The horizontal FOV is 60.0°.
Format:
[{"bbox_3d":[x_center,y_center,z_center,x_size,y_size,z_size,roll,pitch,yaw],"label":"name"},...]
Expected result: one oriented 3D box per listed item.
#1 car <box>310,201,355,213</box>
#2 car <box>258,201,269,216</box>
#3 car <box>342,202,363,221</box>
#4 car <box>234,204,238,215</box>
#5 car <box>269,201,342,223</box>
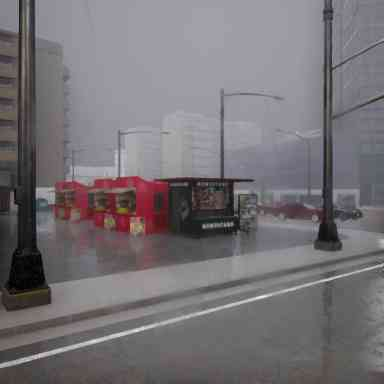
[{"bbox_3d":[16.897,1.786,40.126,1.895,1.301,4.718,0,-1,-35],"label":"car"},{"bbox_3d":[6.961,1.689,35.710,1.882,1.535,5.008,0,-1,-36],"label":"car"},{"bbox_3d":[12.238,1.672,28.434,1.994,1.385,4.181,0,-1,-35],"label":"car"},{"bbox_3d":[3.558,1.750,34.446,1.812,1.442,4.674,0,-1,-36],"label":"car"},{"bbox_3d":[9.011,1.589,26.889,1.882,1.535,5.008,0,-1,-38],"label":"car"}]
